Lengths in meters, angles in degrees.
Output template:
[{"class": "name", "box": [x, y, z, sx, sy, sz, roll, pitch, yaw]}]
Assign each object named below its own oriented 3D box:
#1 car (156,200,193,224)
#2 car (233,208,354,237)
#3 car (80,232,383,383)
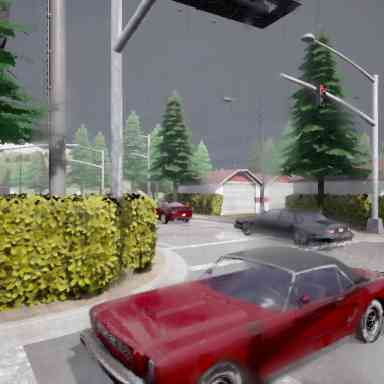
[{"class": "car", "box": [-1.945, 1.305, 23.380, 1.882, 1.535, 5.008, -1, 1, -35]}, {"class": "car", "box": [4.253, 1.422, 14.787, 2.033, 1.411, 5.357, 0, 2, -35]}, {"class": "car", "box": [0.974, 1.568, 4.716, 4.718, 1.301, 1.895, -1, 0, -36]}]
